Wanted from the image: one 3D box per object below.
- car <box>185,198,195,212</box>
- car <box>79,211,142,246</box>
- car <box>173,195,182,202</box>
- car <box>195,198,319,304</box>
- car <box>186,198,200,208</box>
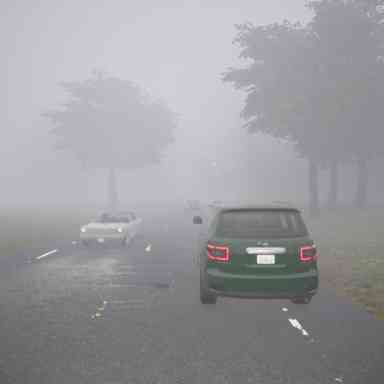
[{"bbox_3d":[0.158,1.516,37.374,2.033,1.411,5.357,0,0,1],"label":"car"},{"bbox_3d":[-3.568,1.593,15.308,1.895,1.301,4.718,0,0,0],"label":"car"},{"bbox_3d":[-3.334,1.453,75.573,2.033,1.411,5.357,0,0,0],"label":"car"},{"bbox_3d":[1.243,1.221,8.254,2.150,2.045,5.566,0,0,0],"label":"car"},{"bbox_3d":[0.130,1.555,47.215,1.895,1.301,4.718,0,0,0],"label":"car"}]
